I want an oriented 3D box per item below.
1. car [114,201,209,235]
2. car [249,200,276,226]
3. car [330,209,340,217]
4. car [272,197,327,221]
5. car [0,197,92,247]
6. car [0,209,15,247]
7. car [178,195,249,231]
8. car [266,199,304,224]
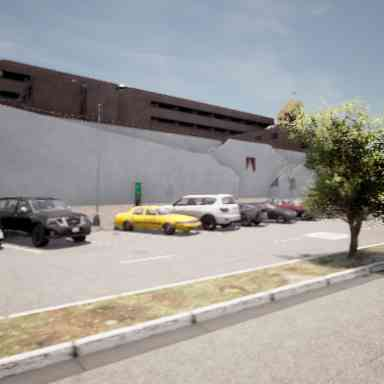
[{"bbox_3d":[-2.016,1.462,18.591,5.366,1.575,1.946,-1,-1,35],"label":"car"},{"bbox_3d":[2.698,1.456,22.189,4.792,1.488,2.163,-1,0,35],"label":"car"},{"bbox_3d":[10.064,1.369,27.404,4.674,1.452,2.002,-1,-1,35],"label":"car"},{"bbox_3d":[7.592,1.240,25.681,4.553,1.767,2.185,-1,-1,35],"label":"car"},{"bbox_3d":[-7.035,1.240,15.202,5.566,2.045,2.435,-1,-1,35],"label":"car"},{"bbox_3d":[-9.510,1.531,13.473,4.674,1.452,2.002,-1,-1,35],"label":"car"},{"bbox_3d":[0.252,1.199,20.451,5.566,2.045,2.435,-1,0,35],"label":"car"},{"bbox_3d":[5.176,1.442,23.924,4.674,1.452,2.002,-1,-1,35],"label":"car"}]
